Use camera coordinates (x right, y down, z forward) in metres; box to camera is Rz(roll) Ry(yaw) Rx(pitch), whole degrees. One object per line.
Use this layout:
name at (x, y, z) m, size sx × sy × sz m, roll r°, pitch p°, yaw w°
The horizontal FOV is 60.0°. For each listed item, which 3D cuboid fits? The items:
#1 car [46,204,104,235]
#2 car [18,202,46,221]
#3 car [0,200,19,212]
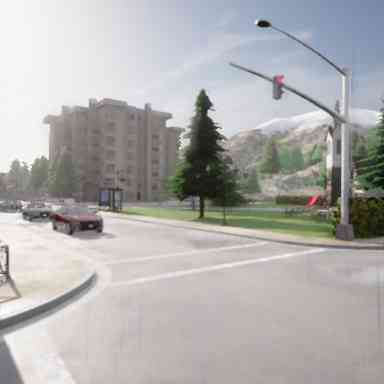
car at (-6.817, 1.536, 19.623) m, size 1.882 × 1.535 × 5.008 m, roll 1°, pitch 0°, yaw -36°
car at (-12.730, 1.622, 27.649) m, size 1.994 × 1.385 × 4.181 m, roll 1°, pitch 0°, yaw -37°
car at (-21.717, 1.622, 39.996) m, size 1.994 × 1.385 × 4.181 m, roll 1°, pitch 0°, yaw -37°
